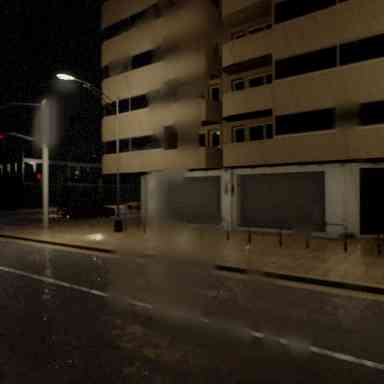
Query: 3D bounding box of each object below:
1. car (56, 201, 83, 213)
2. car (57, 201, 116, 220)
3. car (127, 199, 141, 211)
[{"bbox_3d":[-12.498,1.778,37.556,2.033,1.411,5.357,-1,0,37],"label":"car"},{"bbox_3d":[-9.189,1.780,29.899,1.895,1.301,4.718,-1,0,36],"label":"car"},{"bbox_3d":[-6.712,1.708,45.454,1.882,1.535,5.008,-1,0,36],"label":"car"}]
